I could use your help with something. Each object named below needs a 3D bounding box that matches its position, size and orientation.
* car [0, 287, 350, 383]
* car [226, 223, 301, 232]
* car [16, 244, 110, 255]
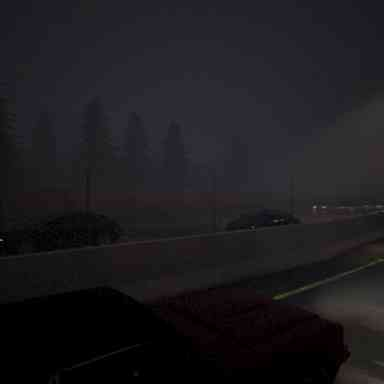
[{"bbox_3d":[-0.645,1.601,2.928,4.718,1.301,1.895,-1,0,-36],"label":"car"},{"bbox_3d":[3.407,1.505,15.693,4.181,1.385,1.994,-1,0,-43],"label":"car"},{"bbox_3d":[-5.138,1.515,12.964,4.892,1.490,1.837,-1,0,-38],"label":"car"}]
